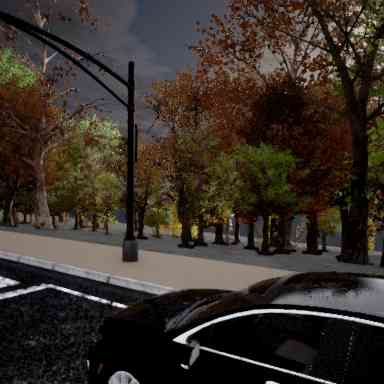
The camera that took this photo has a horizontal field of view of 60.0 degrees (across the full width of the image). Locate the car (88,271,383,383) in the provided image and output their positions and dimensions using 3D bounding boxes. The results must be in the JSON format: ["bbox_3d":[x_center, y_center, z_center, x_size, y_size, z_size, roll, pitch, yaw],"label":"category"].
[{"bbox_3d":[1.140,1.505,2.870,4.892,1.490,1.837,0,0,35],"label":"car"}]
